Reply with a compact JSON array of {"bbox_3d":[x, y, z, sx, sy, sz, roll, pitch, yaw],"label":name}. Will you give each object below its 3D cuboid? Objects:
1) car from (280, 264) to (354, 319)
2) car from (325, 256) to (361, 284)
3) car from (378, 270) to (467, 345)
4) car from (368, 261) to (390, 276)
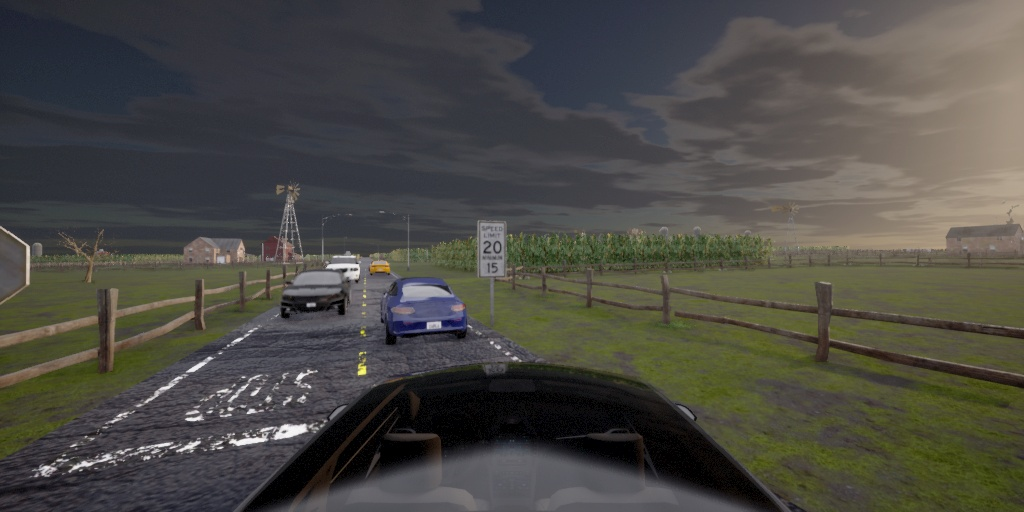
[{"bbox_3d":[-7.073,1.230,13.279,1.882,1.535,5.008,0,0,-22],"label":"car"},{"bbox_3d":[-12.733,0.978,27.204,2.150,2.045,5.566,0,0,-22],"label":"car"},{"bbox_3d":[-2.488,1.278,9.589,1.812,1.442,4.674,0,0,-22],"label":"car"},{"bbox_3d":[-14.140,1.232,38.337,1.882,1.535,5.008,0,0,-21],"label":"car"}]
